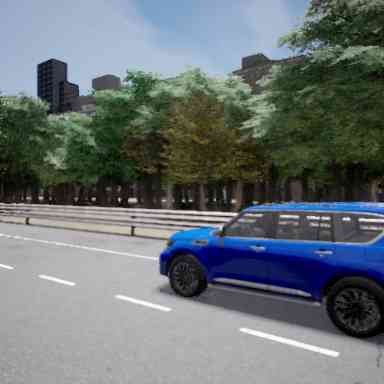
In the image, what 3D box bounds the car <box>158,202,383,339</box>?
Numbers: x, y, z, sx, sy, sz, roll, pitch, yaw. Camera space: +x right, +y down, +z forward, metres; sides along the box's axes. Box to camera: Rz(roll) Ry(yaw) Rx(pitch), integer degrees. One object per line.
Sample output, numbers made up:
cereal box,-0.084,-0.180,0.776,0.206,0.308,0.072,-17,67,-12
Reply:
car,1.881,1.223,6.829,5.566,2.045,2.150,0,0,36
